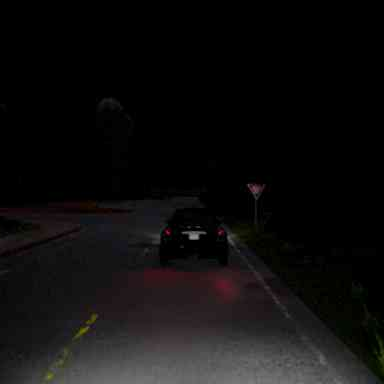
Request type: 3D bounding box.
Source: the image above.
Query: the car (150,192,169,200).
[{"bbox_3d":[-9.089,1.384,88.643,4.181,1.381,1.994,0,0,-1],"label":"car"}]

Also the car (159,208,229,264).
[{"bbox_3d":[0.070,1.330,11.852,2.097,1.767,4.553,0,0,0],"label":"car"}]
